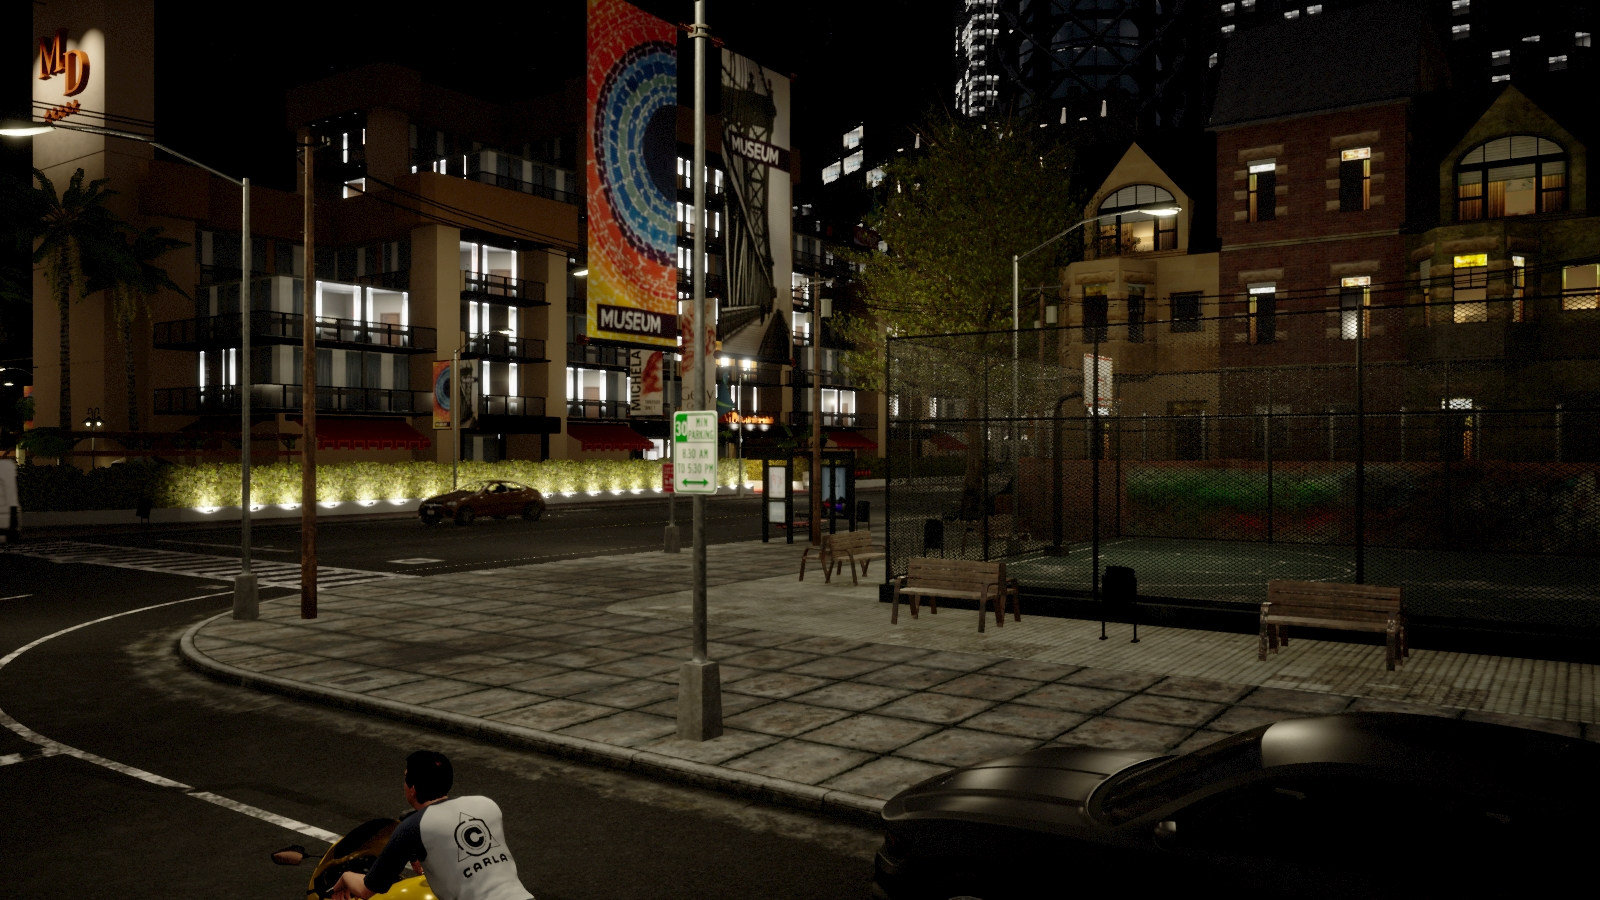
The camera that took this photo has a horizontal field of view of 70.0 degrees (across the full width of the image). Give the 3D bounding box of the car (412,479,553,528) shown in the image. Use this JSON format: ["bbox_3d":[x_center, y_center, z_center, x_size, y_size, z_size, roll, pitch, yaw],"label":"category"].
[{"bbox_3d":[-12.100,1.992,43.896,2.152,1.651,5.027,0,0,34],"label":"car"}]

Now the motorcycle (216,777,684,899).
[{"bbox_3d":[-1.529,2.213,4.819,2.033,1.145,0.803,0,0,35],"label":"motorcycle"}]

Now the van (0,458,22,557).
[{"bbox_3d":[-23.794,1.534,29.674,5.915,2.561,1.988,0,1,-34],"label":"van"}]
